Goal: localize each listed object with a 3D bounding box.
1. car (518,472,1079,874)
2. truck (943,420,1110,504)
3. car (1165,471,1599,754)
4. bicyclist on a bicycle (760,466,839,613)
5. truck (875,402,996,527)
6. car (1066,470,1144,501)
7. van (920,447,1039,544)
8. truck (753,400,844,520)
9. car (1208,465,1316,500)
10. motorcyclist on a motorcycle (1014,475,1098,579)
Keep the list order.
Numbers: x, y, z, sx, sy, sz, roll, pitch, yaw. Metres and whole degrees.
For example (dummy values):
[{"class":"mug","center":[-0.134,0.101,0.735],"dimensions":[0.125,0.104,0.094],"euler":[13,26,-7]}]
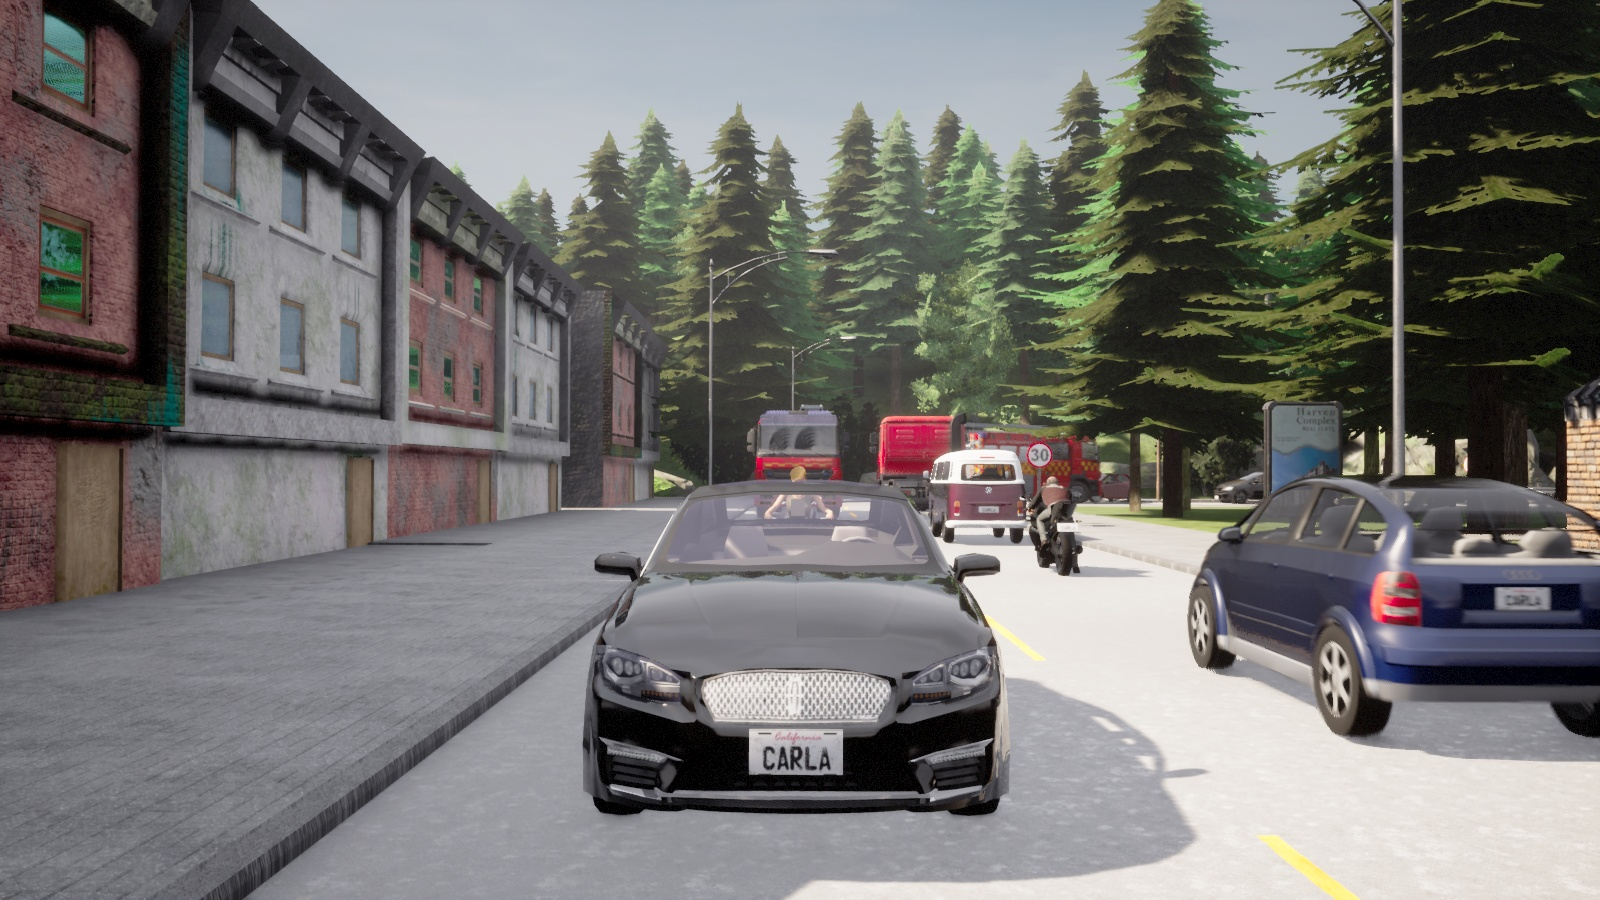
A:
[{"class":"car","center":[-0.007,0.892,7.230],"dimensions":[2.128,1.511,4.902],"euler":[0,-1,0]},{"class":"truck","center":[11.013,0.622,60.657],"dimensions":[8.468,3.827,2.891],"euler":[1,-1,-36]},{"class":"car","center":[3.993,0.924,8.782],"dimensions":[1.789,1.549,3.705],"euler":[0,-1,0]},{"class":"bicyclist on a bicycle","center":[-0.005,0.996,14.605],"dimensions":[0.866,1.612,1.509],"euler":[0,-1,0]},{"class":"truck","center":[4.011,0.469,38.905],"dimensions":[2.891,3.462,7.936],"euler":[0,-1,0]},{"class":"car","center":[15.547,1.829,64.021],"dimensions":[3.633,1.501,1.845],"euler":[1,-3,-32]},{"class":"van","center":[4.006,1.003,28.737],"dimensions":[2.069,2.038,4.480],"euler":[0,-1,0]},{"class":"truck","center":[-0.033,0.395,44.443],"dimensions":[2.891,3.827,8.468],"euler":[0,-1,0]},{"class":"car","center":[23.272,1.625,63.356],"dimensions":[4.611,1.667,2.242],"euler":[-1,-1,0]},{"class":"motorcyclist on a motorcycle","center":[4.000,1.165,19.775],"dimensions":[0.866,1.530,2.191],"euler":[0,-1,0]}]
